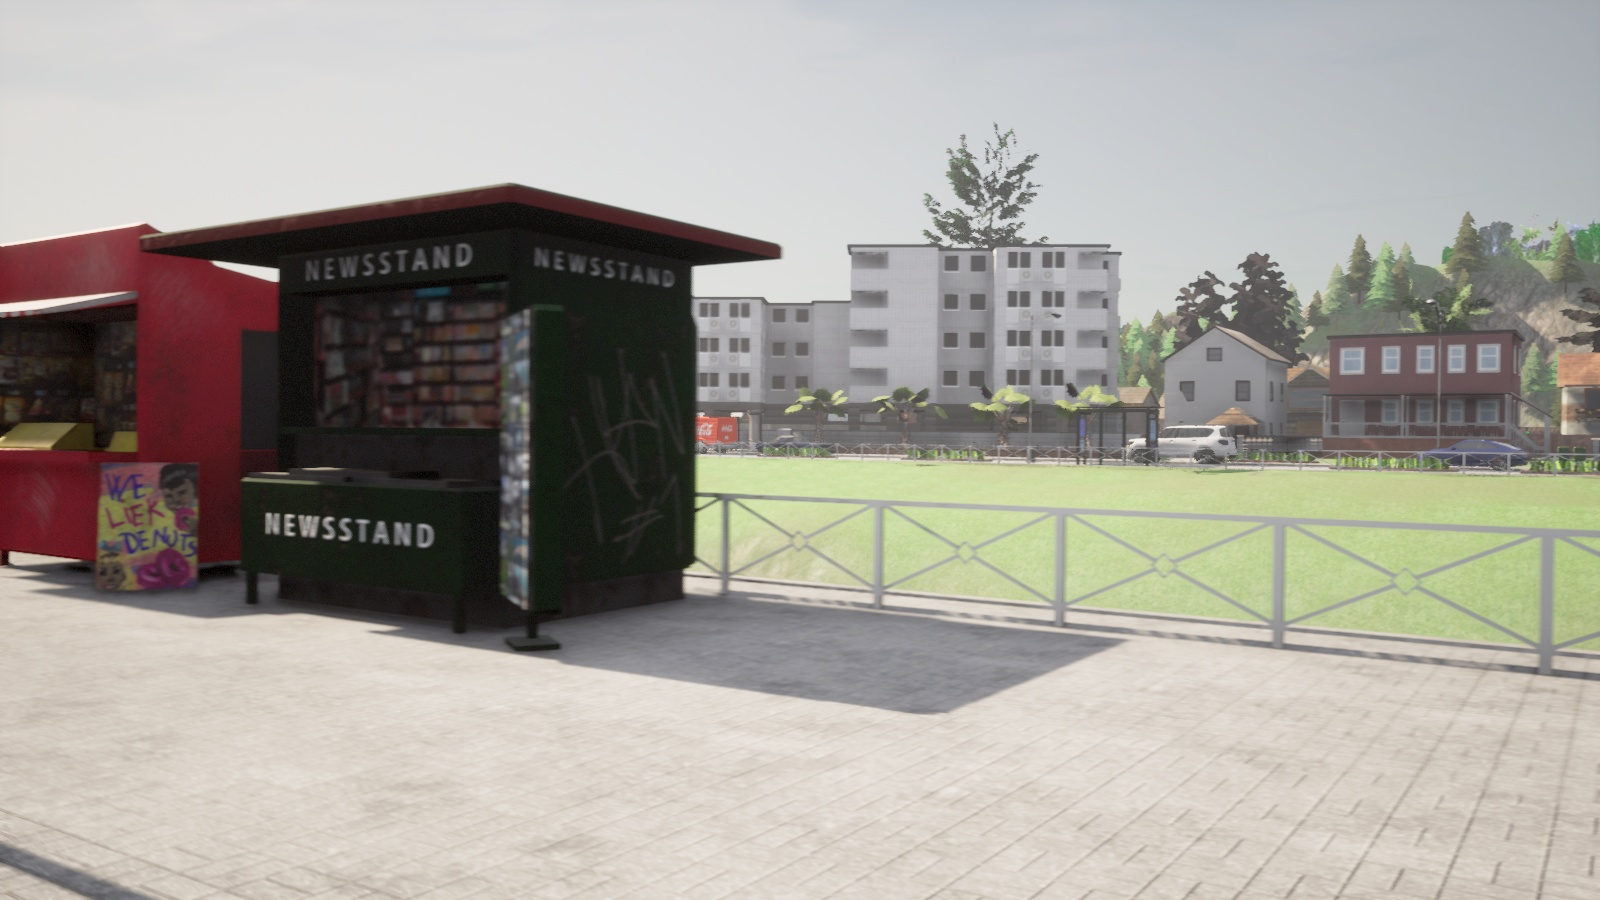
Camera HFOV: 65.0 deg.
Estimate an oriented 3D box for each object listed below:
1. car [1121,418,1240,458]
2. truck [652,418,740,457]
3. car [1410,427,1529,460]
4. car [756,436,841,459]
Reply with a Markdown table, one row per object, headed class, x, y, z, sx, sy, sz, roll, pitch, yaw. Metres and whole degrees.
| class | x | y | z | sx | sy | sz | roll | pitch | yaw |
| --- | --- | --- | --- | --- | --- | --- | --- | --- | --- |
| car | 19.723 | -0.618 | 65.187 | 5.566 | 2.045 | 2.150 | 0 | 1 | 34 |
| truck | -6.869 | -0.824 | 82.858 | 5.204 | 2.467 | 2.627 | 0 | 1 | 34 |
| car | 30.811 | -0.311 | 57.823 | 4.674 | 1.442 | 1.812 | 0 | 1 | 34 |
| car | -0.111 | -0.171 | 73.575 | 4.718 | 1.301 | 1.895 | 0 | 1 | 34 |
